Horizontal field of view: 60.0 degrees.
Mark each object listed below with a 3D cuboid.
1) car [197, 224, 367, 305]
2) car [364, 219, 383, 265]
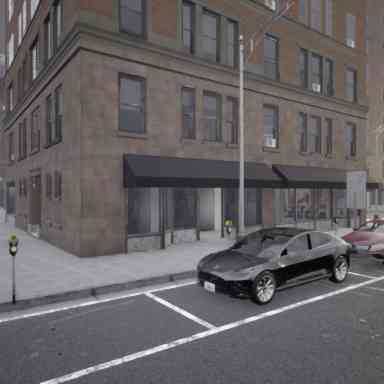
[{"bbox_3d":[2.127,1.566,8.087,4.313,1.339,1.947,0,0,-36],"label":"car"},{"bbox_3d":[6.588,1.582,11.305,4.206,1.307,1.802,0,0,-36],"label":"car"}]
